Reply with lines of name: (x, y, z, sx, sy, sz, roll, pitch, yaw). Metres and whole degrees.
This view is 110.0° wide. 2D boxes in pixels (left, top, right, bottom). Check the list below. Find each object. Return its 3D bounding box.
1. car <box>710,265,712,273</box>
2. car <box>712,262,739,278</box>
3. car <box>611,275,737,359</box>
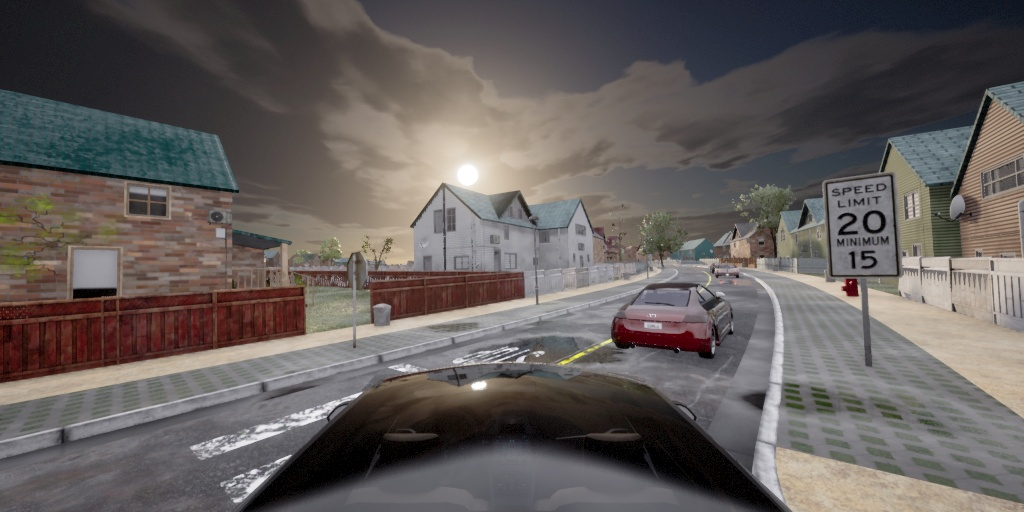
car: (25.154, 1.432, 43.508, 1.895, 1.301, 4.718, -2, -1, 25)
car: (20.482, 1.394, 34.268, 1.895, 1.301, 4.718, -3, -1, 29)
car: (3.951, 1.322, 8.566, 1.994, 1.385, 4.181, -3, -2, 37)
